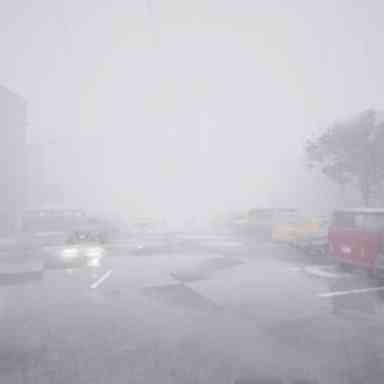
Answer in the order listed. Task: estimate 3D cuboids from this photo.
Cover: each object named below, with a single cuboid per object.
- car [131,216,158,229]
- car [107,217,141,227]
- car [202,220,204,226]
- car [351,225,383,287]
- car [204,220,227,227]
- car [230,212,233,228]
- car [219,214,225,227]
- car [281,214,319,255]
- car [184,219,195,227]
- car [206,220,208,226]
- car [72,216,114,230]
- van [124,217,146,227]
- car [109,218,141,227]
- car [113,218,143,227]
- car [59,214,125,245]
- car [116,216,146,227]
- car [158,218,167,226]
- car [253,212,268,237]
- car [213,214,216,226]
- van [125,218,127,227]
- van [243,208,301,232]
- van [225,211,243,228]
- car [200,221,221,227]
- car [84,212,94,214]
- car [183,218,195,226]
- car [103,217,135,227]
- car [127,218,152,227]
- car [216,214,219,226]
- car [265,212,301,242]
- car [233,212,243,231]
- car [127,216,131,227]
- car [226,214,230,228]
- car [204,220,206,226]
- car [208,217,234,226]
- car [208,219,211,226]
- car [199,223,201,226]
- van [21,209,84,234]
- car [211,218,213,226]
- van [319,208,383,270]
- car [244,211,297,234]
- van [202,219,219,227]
[{"bbox_3d":[-5.296,3.427,37.791,1.882,1.535,5.008,0,-5,-1],"label":"car"},{"bbox_3d":[-11.680,5.172,56.946,5.366,1.575,1.946,1,-6,-21],"label":"car"},{"bbox_3d":[5.631,6.939,74.634,5.008,1.535,2.097,3,-7,-21],"label":"car"},{"bbox_3d":[6.402,1.614,7.444,4.892,1.521,2.231,1,-2,-20],"label":"car"},{"bbox_3d":[5.567,7.255,77.554,4.892,1.521,2.231,3,-7,-21],"label":"car"},{"bbox_3d":[6.289,2.894,30.811,4.674,1.452,2.002,2,-5,-20],"label":"car"},{"bbox_3d":[6.204,3.565,39.594,5.008,1.535,2.097,3,-5,-20],"label":"car"},{"bbox_3d":[6.402,1.806,13.286,4.892,1.521,2.231,2,-2,-20],"label":"car"},{"bbox_3d":[-0.420,5.059,54.768,1.895,1.301,4.718,0,-5,-1],"label":"car"},{"bbox_3d":[5.855,5.721,62.961,5.008,1.535,2.097,3,-6,-21],"label":"car"},{"bbox_3d":[-11.606,3.591,38.994,4.674,1.452,2.002,1,-5,-20],"label":"car"},{"bbox_3d":[-12.231,6.465,71.743,4.442,1.987,1.878,1,-6,-21],"label":"van"},{"bbox_3d":[-12.073,5.457,59.791,5.366,1.575,1.946,1,-6,-21],"label":"car"},{"bbox_3d":[-12.126,5.754,62.768,5.366,1.575,1.946,1,-6,-21],"label":"car"},{"bbox_3d":[-5.360,2.127,18.461,1.994,1.385,4.181,0,-3,2],"label":"car"},{"bbox_3d":[-12.033,5.815,65.823,5.566,2.045,2.435,1,-6,-21],"label":"car"},{"bbox_3d":[-5.485,5.383,58.773,1.812,1.442,4.674,0,-6,-1],"label":"car"},{"bbox_3d":[6.374,2.075,19.129,4.892,1.521,2.231,2,-3,-20],"label":"car"},{"bbox_3d":[6.084,4.331,48.360,4.892,1.521,2.231,3,-6,-21],"label":"car"},{"bbox_3d":[-11.577,3.843,45.028,4.442,1.987,1.878,1,-6,-21],"label":"van"},{"bbox_3d":[6.444,2.205,25.032,4.442,1.987,1.878,2,-4,-20],"label":"van"},{"bbox_3d":[6.339,3.103,36.730,4.442,1.987,1.878,3,-5,-20],"label":"van"},{"bbox_3d":[5.055,8.812,92.075,5.366,1.575,1.946,3,-6,-21],"label":"car"},{"bbox_3d":[-11.555,2.700,30.049,4.553,1.767,2.185,1,-5,-20],"label":"car"},{"bbox_3d":[-0.588,5.934,64.759,2.128,1.511,4.902,0,-6,-1],"label":"car"},{"bbox_3d":[-11.778,4.917,53.913,4.792,1.488,2.163,1,-6,-21],"label":"car"},{"bbox_3d":[-12.269,7.084,77.735,5.566,2.045,2.435,1,-6,-21],"label":"car"},{"bbox_3d":[6.098,3.942,45.444,4.553,1.767,2.185,3,-6,-21],"label":"car"},{"bbox_3d":[6.554,1.932,16.278,5.366,1.575,1.946,2,-3,-20],"label":"car"},{"bbox_3d":[6.282,2.660,27.886,4.792,1.488,2.163,2,-5,-20],"label":"car"},{"bbox_3d":[-11.548,4.335,48.013,5.366,1.575,1.946,1,-6,-21],"label":"car"},{"bbox_3d":[6.262,3.126,33.741,4.674,1.452,2.002,3,-5,-20],"label":"car"},{"bbox_3d":[5.668,6.502,71.723,4.553,1.767,2.185,3,-7,-21],"label":"car"},{"bbox_3d":[5.780,5.893,65.889,4.553,1.767,2.185,3,-7,-21],"label":"car"},{"bbox_3d":[6.035,4.621,54.243,5.566,2.045,2.435,3,-6,-21],"label":"car"},{"bbox_3d":[5.311,8.510,89.224,5.008,1.535,2.097,3,-6,-21],"label":"car"},{"bbox_3d":[-11.389,2.376,27.123,4.442,1.987,1.878,1,-4,-20],"label":"van"},{"bbox_3d":[6.043,4.596,51.286,4.892,1.521,2.231,3,-6,-21],"label":"car"},{"bbox_3d":[6.515,1.477,10.413,4.442,1.987,1.878,2,-3,-20],"label":"van"},{"bbox_3d":[6.359,2.240,22.052,5.008,1.535,2.097,2,-4,-20],"label":"car"},{"bbox_3d":[5.264,8.920,95.129,4.442,1.987,1.878,3,-7,-21],"label":"van"}]
